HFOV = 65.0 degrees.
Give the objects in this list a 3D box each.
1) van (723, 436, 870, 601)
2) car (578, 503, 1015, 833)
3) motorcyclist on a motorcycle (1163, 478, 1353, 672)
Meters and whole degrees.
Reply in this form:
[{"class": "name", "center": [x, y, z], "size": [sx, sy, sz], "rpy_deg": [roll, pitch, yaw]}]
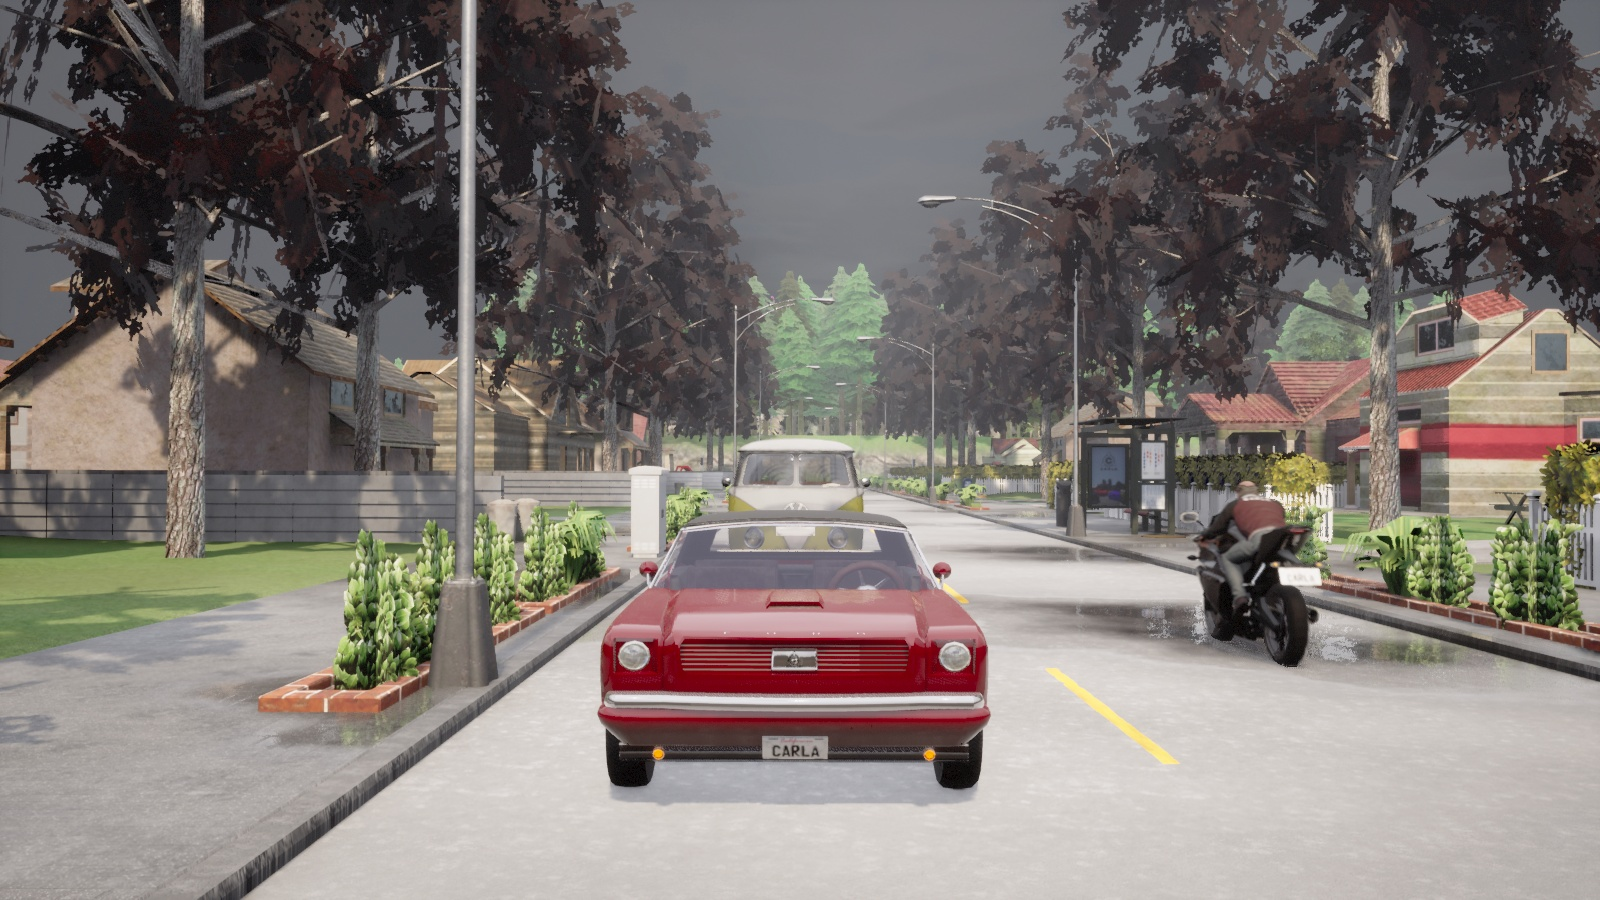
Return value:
[{"class": "van", "center": [-0.049, 0.856, 17.433], "size": [1.775, 1.987, 4.442], "rpy_deg": [0, -1, 0]}, {"class": "car", "center": [-0.021, 1.046, 7.809], "size": [1.895, 1.301, 4.718], "rpy_deg": [0, -1, 0]}, {"class": "motorcyclist on a motorcycle", "center": [3.969, 1.020, 11.113], "size": [0.866, 1.530, 2.191], "rpy_deg": [0, -1, 0]}]
